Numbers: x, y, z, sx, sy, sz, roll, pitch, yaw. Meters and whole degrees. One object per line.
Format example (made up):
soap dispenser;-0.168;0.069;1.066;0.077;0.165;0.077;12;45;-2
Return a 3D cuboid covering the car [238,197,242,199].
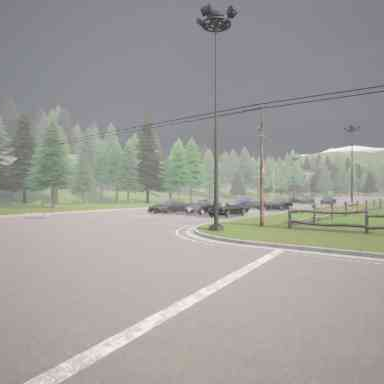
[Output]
car;7.408;1.477;47.622;1.882;1.535;5.008;0;0;36

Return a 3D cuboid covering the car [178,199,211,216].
car;1.177;1.491;33.249;2.128;1.511;4.902;0;0;36

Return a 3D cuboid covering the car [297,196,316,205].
car;20.667;1.507;59.597;1.837;1.490;4.892;0;-1;37

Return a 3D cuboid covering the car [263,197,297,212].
car;10.495;1.478;40.016;1.882;1.535;5.008;0;0;36

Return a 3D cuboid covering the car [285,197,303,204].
car;19.770;1.602;64.228;1.895;1.301;4.718;0;0;36

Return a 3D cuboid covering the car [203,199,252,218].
car;3.328;1.601;30.243;1.895;1.301;4.718;0;0;36

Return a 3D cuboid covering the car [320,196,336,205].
car;23.646;1.507;57.735;1.837;1.490;4.892;0;-1;37

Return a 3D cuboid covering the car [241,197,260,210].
car;8.630;1.526;43.360;1.812;1.442;4.674;0;0;36

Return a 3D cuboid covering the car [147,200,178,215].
car;-2.219;1.547;34.516;2.033;1.411;5.357;0;0;36
